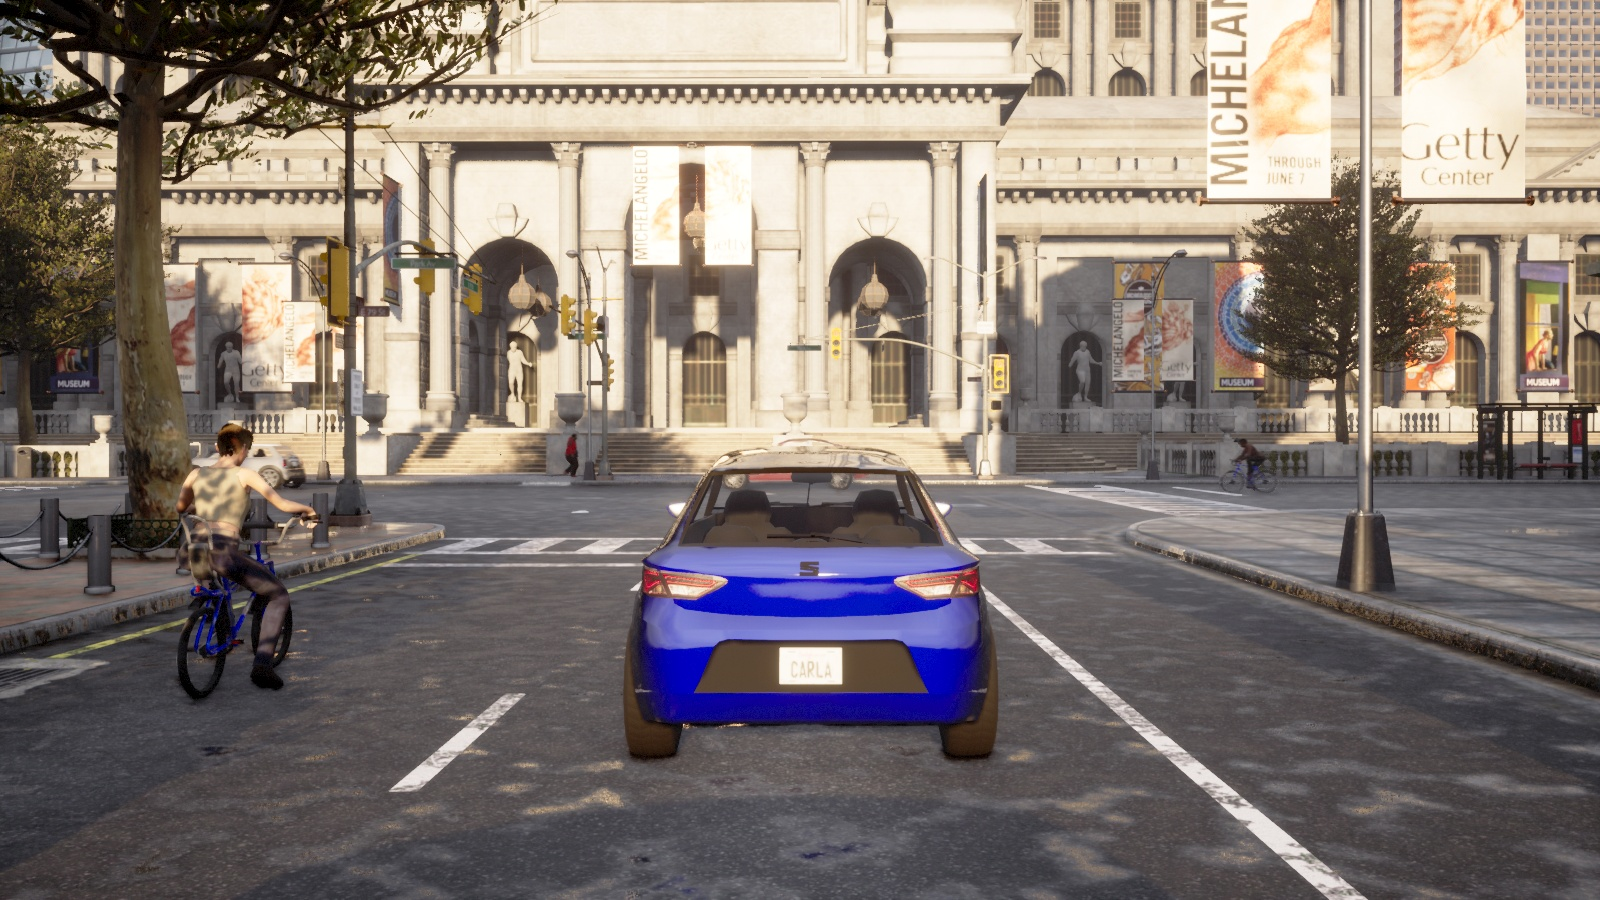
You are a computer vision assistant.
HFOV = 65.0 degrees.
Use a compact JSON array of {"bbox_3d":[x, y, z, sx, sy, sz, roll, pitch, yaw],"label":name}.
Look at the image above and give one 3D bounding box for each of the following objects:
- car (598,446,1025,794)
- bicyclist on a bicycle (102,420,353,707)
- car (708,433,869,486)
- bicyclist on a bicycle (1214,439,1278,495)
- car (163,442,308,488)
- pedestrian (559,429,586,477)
[{"bbox_3d":[0.057,0.718,7.450,1.816,1.474,4.193,0,0,0],"label":"car"},{"bbox_3d":[-3.492,0.636,7.820,0.866,1.612,1.509,0,0,0],"label":"bicyclist on a bicycle"},{"bbox_3d":[-0.353,0.296,40.478,5.027,1.651,2.152,0,0,1],"label":"car"},{"bbox_3d":[13.086,0.502,36.849,1.656,1.620,0.582,0,0,1],"label":"bicyclist on a bicycle"},{"bbox_3d":[-18.226,0.468,40.652,3.806,1.475,1.970,0,0,1],"label":"car"},{"bbox_3d":[-8.774,0.122,48.452,0.899,1.844,0.634,0,0,2],"label":"pedestrian"}]
